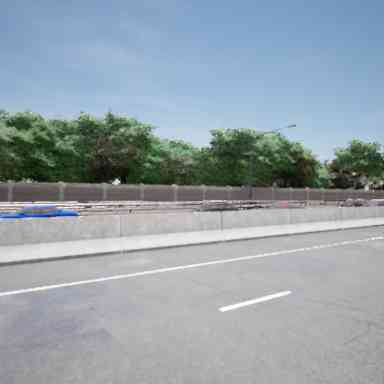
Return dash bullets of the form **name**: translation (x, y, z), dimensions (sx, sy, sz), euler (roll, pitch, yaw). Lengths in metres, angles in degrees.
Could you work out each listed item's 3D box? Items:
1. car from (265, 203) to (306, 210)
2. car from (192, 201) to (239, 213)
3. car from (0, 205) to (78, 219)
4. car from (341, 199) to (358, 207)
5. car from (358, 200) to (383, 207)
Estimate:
- **car**: translation (7.110, 1.647, 26.259), dimensions (5.008, 1.535, 1.882), euler (1, -1, -35)
- **car**: translation (2.258, 1.670, 31.401), dimensions (4.892, 1.490, 1.837), euler (1, -1, -35)
- **car**: translation (-9.074, 1.509, 19.022), dimensions (5.008, 1.535, 1.882), euler (1, 0, -36)
- **car**: translation (25.412, 1.947, 52.383), dimensions (4.892, 1.490, 1.837), euler (1, 0, -35)
- **car**: translation (27.481, 1.989, 49.562), dimensions (5.357, 1.411, 2.033), euler (1, 0, -35)
